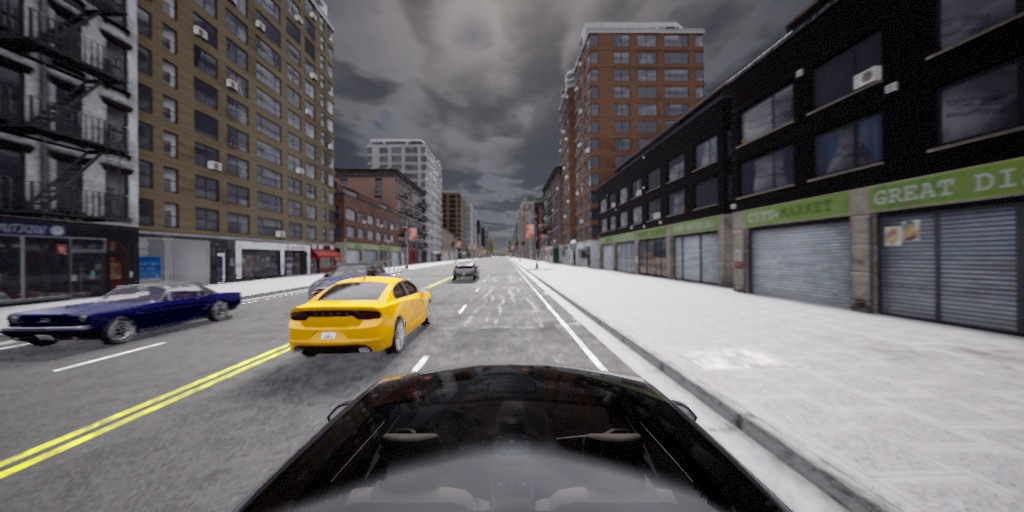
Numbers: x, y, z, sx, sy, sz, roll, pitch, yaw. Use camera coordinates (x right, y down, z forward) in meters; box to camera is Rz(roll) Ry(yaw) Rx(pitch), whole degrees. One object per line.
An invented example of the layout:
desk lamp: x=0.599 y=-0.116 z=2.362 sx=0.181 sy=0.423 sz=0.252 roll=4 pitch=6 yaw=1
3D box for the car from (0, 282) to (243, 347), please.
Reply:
car: x=-9.986 y=1.416 z=9.832 sx=1.895 sy=1.301 sz=4.718 roll=-1 pitch=0 yaw=-1

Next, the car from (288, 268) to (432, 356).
car: x=-3.260 y=1.231 z=8.741 sx=1.882 sy=1.535 sz=5.008 roll=-1 pitch=0 yaw=-1

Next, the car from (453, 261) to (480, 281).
car: x=-3.696 y=1.166 z=29.563 sx=2.128 sy=1.511 sz=4.902 roll=-1 pitch=0 yaw=-1

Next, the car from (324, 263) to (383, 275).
car: x=-6.858 y=1.113 z=15.636 sx=2.097 sy=1.767 sz=4.553 roll=-1 pitch=0 yaw=-1
